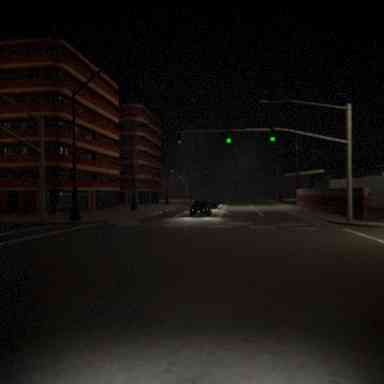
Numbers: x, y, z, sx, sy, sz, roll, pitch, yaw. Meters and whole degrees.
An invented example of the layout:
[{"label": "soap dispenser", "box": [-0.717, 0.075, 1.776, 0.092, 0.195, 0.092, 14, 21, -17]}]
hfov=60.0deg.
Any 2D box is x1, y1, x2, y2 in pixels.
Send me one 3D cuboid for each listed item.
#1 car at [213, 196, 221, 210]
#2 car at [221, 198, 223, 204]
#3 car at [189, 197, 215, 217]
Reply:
[{"label": "car", "box": [2.360, 1.580, 43.944, 1.994, 1.385, 4.181, -1, 0, 7]}, {"label": "car", "box": [4.505, 1.497, 60.565, 2.128, 1.511, 4.902, -1, 0, 8]}, {"label": "car", "box": [0.873, 1.527, 32.193, 1.837, 1.490, 4.892, -1, 0, 7]}]
